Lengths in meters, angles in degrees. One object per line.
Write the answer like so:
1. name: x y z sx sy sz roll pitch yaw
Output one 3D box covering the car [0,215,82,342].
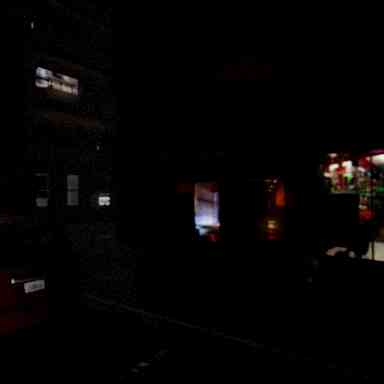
1. car: -4.004 1.316 5.755 5.009 1.841 2.192 0 -1 36
